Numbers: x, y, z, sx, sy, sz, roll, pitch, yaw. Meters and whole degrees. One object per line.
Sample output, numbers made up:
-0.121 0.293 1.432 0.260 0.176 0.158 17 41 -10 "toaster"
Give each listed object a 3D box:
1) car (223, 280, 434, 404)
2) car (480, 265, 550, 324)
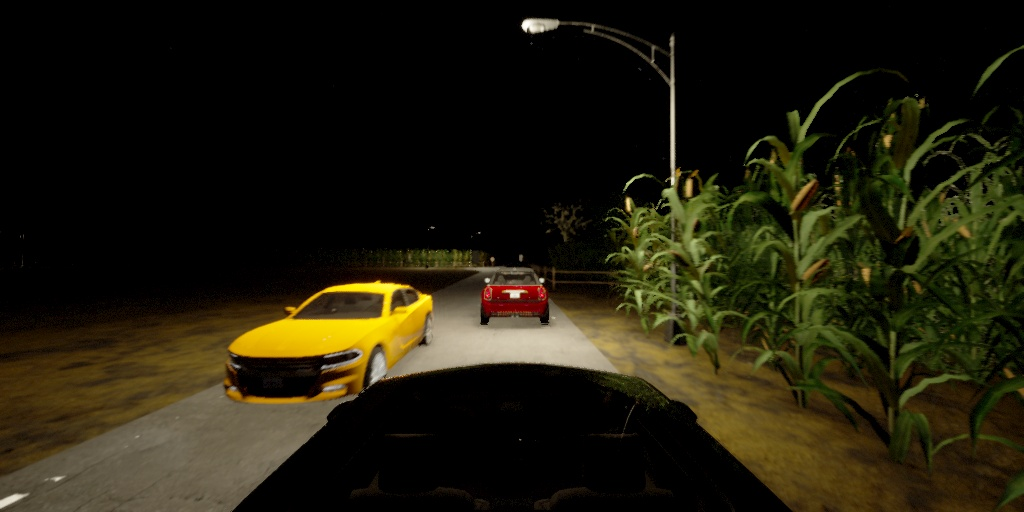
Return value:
-2.824 1.266 6.746 1.882 1.535 5.008 0 -1 0 "car"
0.088 1.183 12.501 2.097 1.767 4.553 0 0 0 "car"
